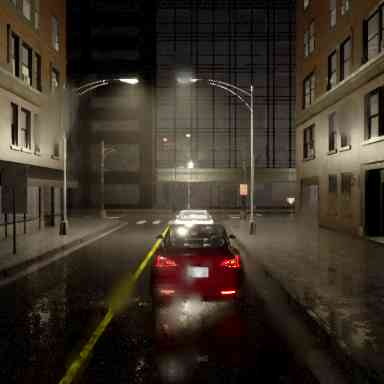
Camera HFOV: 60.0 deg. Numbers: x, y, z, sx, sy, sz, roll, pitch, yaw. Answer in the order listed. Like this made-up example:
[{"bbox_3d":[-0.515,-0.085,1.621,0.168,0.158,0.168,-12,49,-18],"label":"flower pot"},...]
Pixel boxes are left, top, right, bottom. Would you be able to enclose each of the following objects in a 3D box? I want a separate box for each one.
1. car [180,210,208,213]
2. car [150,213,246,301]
[{"bbox_3d":[0.100,1.602,17.417,1.895,1.301,4.718,0,0,0],"label":"car"},{"bbox_3d":[0.109,1.504,8.401,2.163,1.488,4.792,0,0,0],"label":"car"}]
